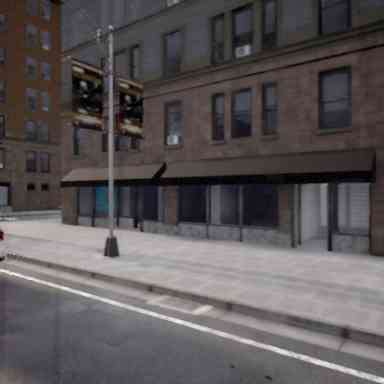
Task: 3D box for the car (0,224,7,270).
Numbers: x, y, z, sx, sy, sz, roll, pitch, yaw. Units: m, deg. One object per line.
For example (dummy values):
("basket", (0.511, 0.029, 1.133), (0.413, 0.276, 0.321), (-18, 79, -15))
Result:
("car", (-7.088, 1.188, 8.769), (5.566, 2.045, 2.150), (0, 0, 35))
